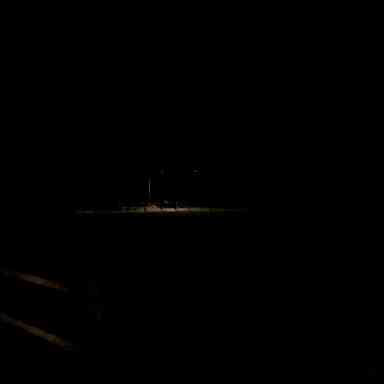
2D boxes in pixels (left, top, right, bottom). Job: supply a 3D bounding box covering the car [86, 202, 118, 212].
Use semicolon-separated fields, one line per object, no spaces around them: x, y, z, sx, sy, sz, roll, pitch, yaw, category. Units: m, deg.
-14.527;2.406;53.925;2.033;1.411;5.357;0;-1;36;car
